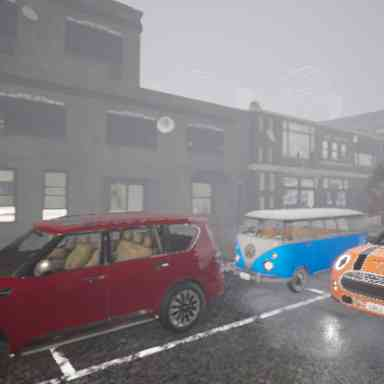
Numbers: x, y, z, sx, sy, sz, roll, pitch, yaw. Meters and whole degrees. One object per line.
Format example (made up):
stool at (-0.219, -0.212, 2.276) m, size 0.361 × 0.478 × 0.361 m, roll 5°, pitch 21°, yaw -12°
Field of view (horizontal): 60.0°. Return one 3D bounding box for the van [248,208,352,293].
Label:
van at (2.892, 1.333, 8.567) m, size 3.998 × 1.788 × 1.690 m, roll 0°, pitch 1°, yaw -35°

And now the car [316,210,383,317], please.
car at (4.895, 1.343, 6.864) m, size 4.553 × 1.767 × 2.097 m, roll 0°, pitch 0°, yaw -35°

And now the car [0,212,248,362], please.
car at (-1.746, 1.313, 5.277) m, size 5.009 × 1.841 × 2.192 m, roll 0°, pitch 1°, yaw -35°
